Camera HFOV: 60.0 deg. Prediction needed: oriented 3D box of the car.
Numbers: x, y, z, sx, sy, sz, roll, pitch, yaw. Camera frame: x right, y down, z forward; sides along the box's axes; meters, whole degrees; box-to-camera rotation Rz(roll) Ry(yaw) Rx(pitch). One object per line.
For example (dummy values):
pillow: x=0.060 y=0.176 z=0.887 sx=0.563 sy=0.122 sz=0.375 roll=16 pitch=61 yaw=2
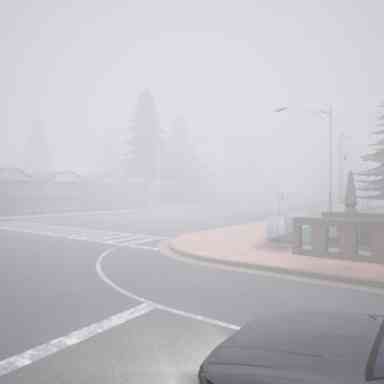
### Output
car: x=2.586 y=1.549 z=2.129 sx=5.357 sy=1.411 sz=2.033 roll=0 pitch=0 yaw=36
